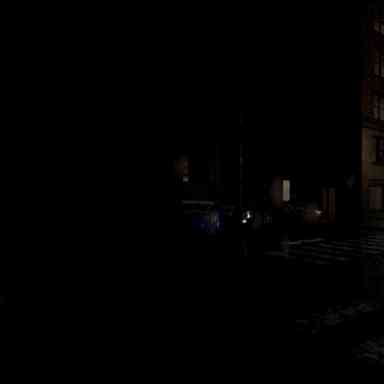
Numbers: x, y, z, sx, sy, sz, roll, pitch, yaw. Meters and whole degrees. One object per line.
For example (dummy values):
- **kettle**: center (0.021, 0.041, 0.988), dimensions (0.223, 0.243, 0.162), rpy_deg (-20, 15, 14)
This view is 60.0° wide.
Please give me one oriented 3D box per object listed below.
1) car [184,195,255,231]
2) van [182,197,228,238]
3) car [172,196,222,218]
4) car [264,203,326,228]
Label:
- **car**: center (1.310, 1.214, 20.167), dimensions (2.150, 2.045, 5.566), rpy_deg (0, 0, -33)
- **van**: center (-0.199, 1.340, 17.478), dimensions (1.690, 1.788, 3.998), rpy_deg (0, 0, -35)
- **car**: center (0.357, 1.291, 31.533), dimensions (2.192, 1.841, 5.009), rpy_deg (0, 0, -35)
- **car**: center (6.771, 1.423, 22.388), dimensions (1.967, 1.590, 4.097), rpy_deg (0, 0, -35)
